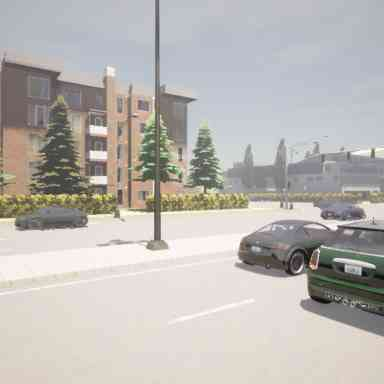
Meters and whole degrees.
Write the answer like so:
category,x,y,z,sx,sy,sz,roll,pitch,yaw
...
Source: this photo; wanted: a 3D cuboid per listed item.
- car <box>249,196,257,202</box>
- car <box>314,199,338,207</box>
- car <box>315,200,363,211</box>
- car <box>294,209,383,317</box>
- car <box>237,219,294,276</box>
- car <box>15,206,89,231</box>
category,x,y,z,sx,sy,sz,roll,pitch,yaw
car,12.651,1.553,75.079,1.994,1.385,4.181,0,0,-35
car,18.521,1.564,44.446,4.181,1.385,1.994,0,0,24
car,12.280,1.564,27.007,4.181,1.385,1.994,0,0,-37
car,4.486,1.352,6.933,4.553,1.767,2.097,0,0,-36
car,3.425,1.564,10.467,4.181,1.385,1.994,0,0,-36
car,-8.588,1.564,20.582,4.181,1.385,1.994,0,0,-35
